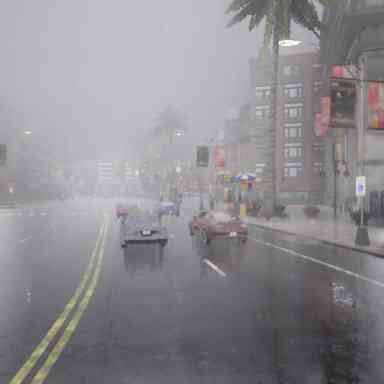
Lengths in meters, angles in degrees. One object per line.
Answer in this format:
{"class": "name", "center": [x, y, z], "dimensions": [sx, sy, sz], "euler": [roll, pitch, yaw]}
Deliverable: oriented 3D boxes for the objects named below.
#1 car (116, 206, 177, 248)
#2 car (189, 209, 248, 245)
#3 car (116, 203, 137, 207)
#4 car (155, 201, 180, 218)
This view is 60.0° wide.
{"class": "car", "center": [-2.277, 1.560, 14.841], "dimensions": [2.033, 1.411, 5.357], "euler": [0, 0, -13]}
{"class": "car", "center": [1.130, 1.530, 15.646], "dimensions": [1.812, 1.442, 4.674], "euler": [0, 0, -13]}
{"class": "car", "center": [-5.735, 1.613, 29.468], "dimensions": [1.895, 1.301, 4.718], "euler": [0, 0, -13]}
{"class": "car", "center": [-2.322, 1.530, 30.244], "dimensions": [1.812, 1.442, 4.674], "euler": [0, 0, -13]}
